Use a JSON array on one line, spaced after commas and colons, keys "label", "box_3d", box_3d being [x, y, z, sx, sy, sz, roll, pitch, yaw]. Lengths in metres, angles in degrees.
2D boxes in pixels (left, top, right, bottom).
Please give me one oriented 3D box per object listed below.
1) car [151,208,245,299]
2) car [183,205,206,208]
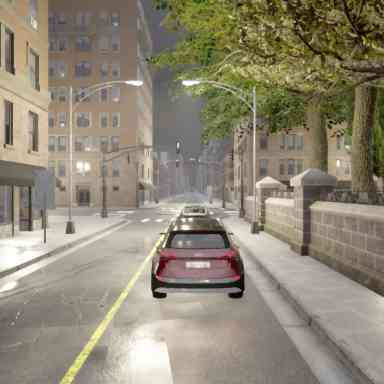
[{"label": "car", "box_3d": [0.119, 1.430, 8.492, 2.033, 1.649, 4.856, 0, 0, 0]}, {"label": "car", "box_3d": [0.141, 1.503, 18.339, 1.837, 1.490, 4.892, 0, 0, 0]}]
